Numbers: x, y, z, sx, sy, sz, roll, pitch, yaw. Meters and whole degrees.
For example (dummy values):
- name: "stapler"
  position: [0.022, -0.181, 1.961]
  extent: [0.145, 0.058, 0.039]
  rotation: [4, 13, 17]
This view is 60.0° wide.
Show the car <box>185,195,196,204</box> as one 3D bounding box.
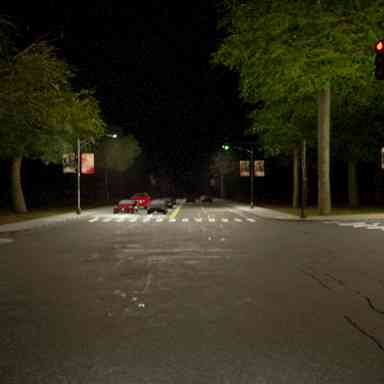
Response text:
- name: "car"
  position: [-0.276, 1.492, 64.153]
  extent: [2.033, 1.411, 5.357]
  rotation: [0, 0, 0]

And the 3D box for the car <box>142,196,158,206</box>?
- name: "car"
  position: [-6.782, 1.422, 54.205]
  extent: [1.882, 1.535, 5.008]
  rotation: [0, 0, 0]

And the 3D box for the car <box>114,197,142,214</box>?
- name: "car"
  position: [-6.708, 1.523, 34.321]
  extent: [1.994, 1.385, 4.181]
  rotation: [0, 0, 0]

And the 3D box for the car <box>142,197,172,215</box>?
- name: "car"
  position: [-3.460, 1.507, 34.281]
  extent: [2.033, 1.411, 5.357]
  rotation: [0, 0, 0]

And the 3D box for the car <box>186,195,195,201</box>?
- name: "car"
  position: [-0.321, 1.397, 74.609]
  extent: [1.895, 1.301, 4.718]
  rotation: [0, 0, 0]

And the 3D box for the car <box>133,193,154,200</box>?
- name: "car"
  position: [-6.740, 1.171, 43.800]
  extent: [2.150, 2.045, 5.566]
  rotation: [0, 0, 0]

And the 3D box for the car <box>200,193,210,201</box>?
- name: "car"
  position: [2.929, 1.157, 74.563]
  extent: [2.097, 1.767, 4.553]
  rotation: [0, 0, 0]

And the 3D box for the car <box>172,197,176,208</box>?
- name: "car"
  position: [-3.487, 1.497, 44.359]
  extent: [2.033, 1.411, 5.357]
  rotation: [0, 0, 0]

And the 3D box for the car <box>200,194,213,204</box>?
- name: "car"
  position: [2.974, 1.492, 64.168]
  extent: [2.033, 1.411, 5.357]
  rotation: [0, 0, 0]

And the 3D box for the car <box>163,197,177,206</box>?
- name: "car"
  position: [-3.535, 1.492, 54.676]
  extent: [2.033, 1.411, 5.357]
  rotation: [0, 0, 0]
